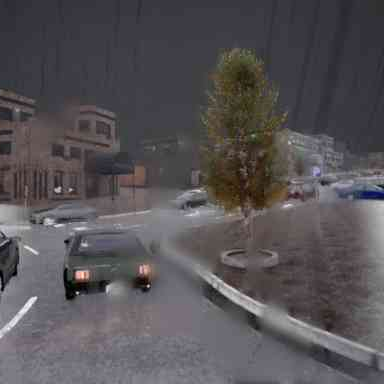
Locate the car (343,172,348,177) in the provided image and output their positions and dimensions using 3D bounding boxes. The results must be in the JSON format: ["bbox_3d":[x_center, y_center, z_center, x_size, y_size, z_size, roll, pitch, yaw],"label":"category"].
[{"bbox_3d":[31.285,-3.379,73.564,4.674,1.452,2.002,-2,3,22],"label":"car"}]

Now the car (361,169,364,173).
[{"bbox_3d":[38.902,-4.250,82.362,5.366,1.575,1.946,-2,3,22],"label":"car"}]

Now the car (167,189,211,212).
[{"bbox_3d":[-0.195,0.813,29.875,1.837,1.490,4.892,0,4,41],"label":"car"}]

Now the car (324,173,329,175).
[{"bbox_3d":[23.526,-2.511,64.790,4.892,1.521,2.231,-2,4,22],"label":"car"}]

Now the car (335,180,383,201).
[{"bbox_3d":[16.099,0.011,30.551,5.008,1.535,2.097,0,4,23],"label":"car"}]

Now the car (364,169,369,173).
[{"bbox_3d":[40.983,-4.693,84.469,5.566,2.045,2.435,-2,3,22],"label":"car"}]

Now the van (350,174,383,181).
[{"bbox_3d":[18.242,-0.449,32.673,4.442,1.987,1.878,0,4,23],"label":"van"}]

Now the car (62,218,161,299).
[{"bbox_3d":[-2.294,1.592,8.585,1.895,1.301,4.718,0,0,-20],"label":"car"}]

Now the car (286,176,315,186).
[{"bbox_3d":[19.680,-2.025,60.392,4.792,1.488,2.163,-2,3,22],"label":"car"}]

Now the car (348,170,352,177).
[{"bbox_3d":[33.246,-3.761,75.717,4.553,1.767,2.185,-2,3,22],"label":"car"}]

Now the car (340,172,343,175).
[{"bbox_3d":[29.360,-3.322,71.345,4.553,1.767,2.185,-2,3,22],"label":"car"}]

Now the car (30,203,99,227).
[{"bbox_3d":[-8.345,1.418,21.858,4.181,1.385,1.994,-2,2,-37],"label":"car"}]

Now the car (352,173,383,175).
[{"bbox_3d":[20.143,-0.707,34.907,5.566,2.045,2.435,0,5,23],"label":"car"}]

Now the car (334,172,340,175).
[{"bbox_3d":[27.403,-2.970,69.173,5.008,1.535,2.097,-2,4,22],"label":"car"}]

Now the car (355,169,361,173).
[{"bbox_3d":[37.117,-4.051,80.113,5.008,1.535,2.097,-2,3,22],"label":"car"}]

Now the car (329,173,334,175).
[{"bbox_3d":[25.464,-2.739,66.979,4.892,1.521,2.231,-2,4,22],"label":"car"}]

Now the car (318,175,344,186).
[{"bbox_3d":[22.453,-1.650,53.877,1.895,1.301,4.718,0,5,41],"label":"car"}]

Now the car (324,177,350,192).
[{"bbox_3d":[18.971,-0.700,40.099,1.812,1.442,4.674,-6,5,-42],"label":"car"}]

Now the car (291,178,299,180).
[{"bbox_3d":[14.479,-0.814,45.976,4.181,1.385,1.994,-6,5,-43],"label":"car"}]

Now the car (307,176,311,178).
[{"bbox_3d":[17.712,-1.824,58.209,5.008,1.535,2.097,-2,3,21],"label":"car"}]

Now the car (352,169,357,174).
[{"bbox_3d":[35.179,-3.848,77.922,5.008,1.535,2.097,-2,3,22],"label":"car"}]

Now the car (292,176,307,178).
[{"bbox_3d":[15.961,-1.605,55.936,5.366,1.575,1.946,-2,3,21],"label":"car"}]

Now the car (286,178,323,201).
[{"bbox_3d":[11.161,-0.107,33.813,2.097,1.767,4.553,1,5,42],"label":"car"}]

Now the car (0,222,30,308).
[{"bbox_3d":[-4.915,1.467,7.121,2.128,1.511,4.902,0,0,-22],"label":"car"}]
